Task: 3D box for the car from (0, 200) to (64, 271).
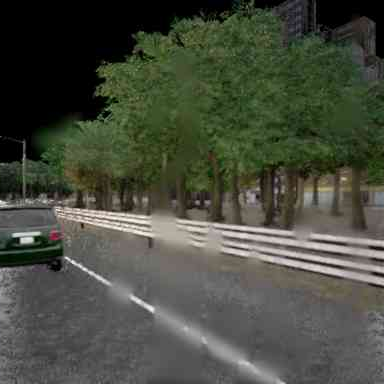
[{"bbox_3d":[-5.819,1.383,10.893,2.150,2.045,5.566,0,-1,-34],"label":"car"}]
